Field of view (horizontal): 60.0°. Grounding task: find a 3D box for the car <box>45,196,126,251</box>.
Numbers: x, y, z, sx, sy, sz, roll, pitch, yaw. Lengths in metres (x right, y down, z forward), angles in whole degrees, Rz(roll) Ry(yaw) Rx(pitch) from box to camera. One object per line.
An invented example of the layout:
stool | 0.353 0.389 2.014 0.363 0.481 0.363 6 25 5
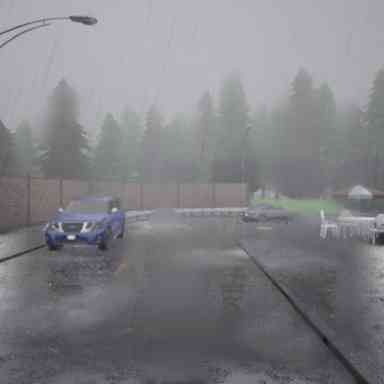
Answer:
car | -4.280 1.226 14.389 2.150 2.045 5.566 0 0 -1

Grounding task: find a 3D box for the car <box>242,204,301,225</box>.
car | 5.787 1.573 24.298 4.181 1.385 1.994 0 0 -20
